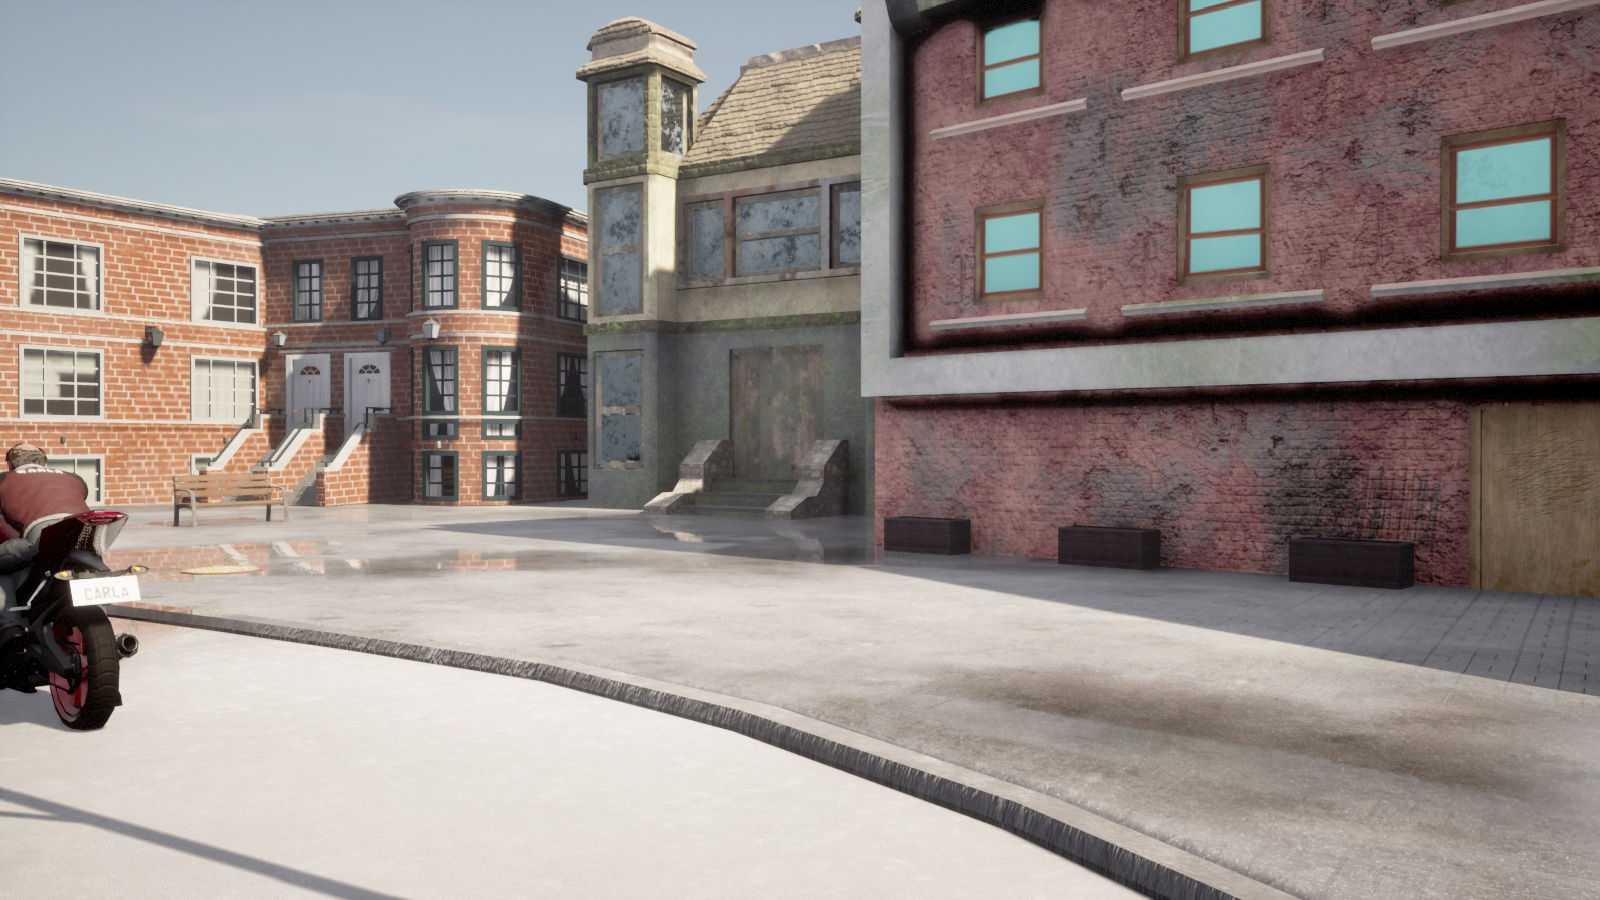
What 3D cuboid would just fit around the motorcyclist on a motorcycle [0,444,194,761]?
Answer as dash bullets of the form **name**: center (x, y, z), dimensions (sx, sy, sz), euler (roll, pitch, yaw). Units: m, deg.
- **motorcyclist on a motorcycle**: center (-4.364, 0.734, 7.124), dimensions (2.191, 1.530, 0.866), euler (0, 0, 41)
